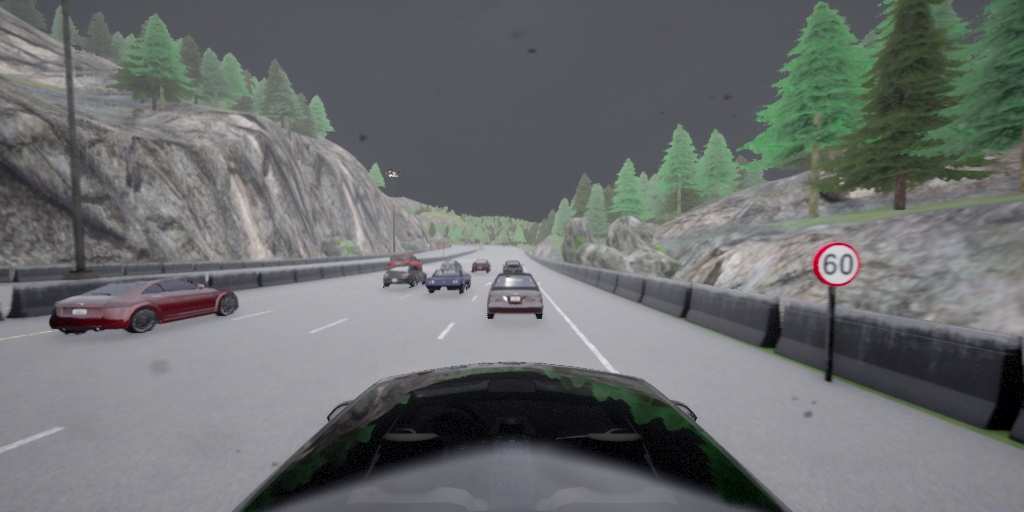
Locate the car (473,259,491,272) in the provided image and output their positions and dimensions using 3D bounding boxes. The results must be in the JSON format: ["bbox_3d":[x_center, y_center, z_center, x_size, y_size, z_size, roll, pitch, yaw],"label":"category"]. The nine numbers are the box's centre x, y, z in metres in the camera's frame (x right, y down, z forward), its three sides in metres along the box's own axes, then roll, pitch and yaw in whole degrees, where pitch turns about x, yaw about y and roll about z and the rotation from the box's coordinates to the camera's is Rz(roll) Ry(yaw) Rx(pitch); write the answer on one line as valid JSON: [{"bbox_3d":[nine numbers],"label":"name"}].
[{"bbox_3d":[-3.416,1.090,40.705,1.882,1.535,5.008,0,1,0],"label":"car"}]

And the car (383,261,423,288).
[{"bbox_3d":[-6.909,1.258,23.349,1.812,1.442,4.674,0,0,0],"label":"car"}]

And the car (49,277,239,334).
[{"bbox_3d":[-10.404,1.316,10.635,1.994,1.385,4.181,0,0,0],"label":"car"}]

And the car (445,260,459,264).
[{"bbox_3d":[-6.916,1.156,41.043,2.033,1.411,5.357,0,1,0],"label":"car"}]

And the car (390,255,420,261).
[{"bbox_3d":[-10.424,0.883,35.288,2.150,2.045,5.566,0,0,0],"label":"car"}]

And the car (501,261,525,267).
[{"bbox_3d":[0.087,1.180,33.468,1.837,1.490,4.892,0,0,0],"label":"car"}]

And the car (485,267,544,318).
[{"bbox_3d":[0.095,1.299,12.983,2.033,1.411,5.357,0,0,0],"label":"car"}]

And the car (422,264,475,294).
[{"bbox_3d":[-3.408,1.343,20.165,1.895,1.301,4.718,0,0,0],"label":"car"}]
